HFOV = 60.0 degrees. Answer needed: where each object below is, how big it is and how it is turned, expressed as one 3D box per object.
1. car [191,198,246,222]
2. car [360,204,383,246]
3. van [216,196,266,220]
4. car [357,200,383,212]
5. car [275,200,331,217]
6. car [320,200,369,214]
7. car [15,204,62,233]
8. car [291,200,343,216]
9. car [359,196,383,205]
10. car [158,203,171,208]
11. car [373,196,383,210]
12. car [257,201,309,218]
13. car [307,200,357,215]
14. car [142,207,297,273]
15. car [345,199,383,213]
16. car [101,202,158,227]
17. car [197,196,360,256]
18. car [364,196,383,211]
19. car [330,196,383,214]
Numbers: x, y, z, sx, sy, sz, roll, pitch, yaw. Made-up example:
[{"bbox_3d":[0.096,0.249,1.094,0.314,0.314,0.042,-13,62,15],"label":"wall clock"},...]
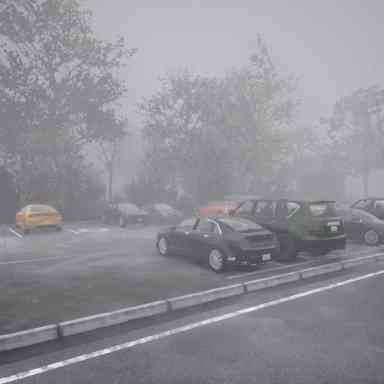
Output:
[{"bbox_3d":[2.110,1.409,27.953,2.185,1.767,4.553,1,0,-35],"label":"car"},{"bbox_3d":[7.426,1.514,15.726,2.231,1.521,4.892,1,0,-35],"label":"car"},{"bbox_3d":[4.289,1.331,29.687,1.878,1.987,4.442,1,0,-35],"label":"van"},{"bbox_3d":[24.656,1.833,44.084,2.002,1.452,4.674,1,0,-36],"label":"car"},{"bbox_3d":[11.266,1.629,34.294,1.946,1.575,5.366,1,0,-36],"label":"car"},{"bbox_3d":[17.941,1.738,39.325,2.163,1.488,4.792,1,0,-36],"label":"car"},{"bbox_3d":[-9.249,1.465,19.899,2.097,1.535,5.008,0,0,-35],"label":"car"},{"bbox_3d":[13.429,1.658,36.060,2.097,1.535,5.008,1,0,-36],"label":"car"},{"bbox_3d":[9.699,1.283,17.373,2.435,2.045,5.566,1,0,-35],"label":"car"},{"bbox_3d":[-2.446,1.537,24.749,2.002,1.452,4.674,0,0,-35],"label":"car"},{"bbox_3d":[29.205,1.609,47.302,2.435,2.045,5.566,1,-1,-36],"label":"car"},{"bbox_3d":[8.892,1.647,32.825,2.002,1.452,4.674,1,0,-36],"label":"car"},{"bbox_3d":[15.708,1.713,37.659,2.163,1.488,4.792,1,0,-36],"label":"car"},{"bbox_3d":[0.585,1.474,10.843,2.231,1.521,4.892,0,0,-35],"label":"car"},{"bbox_3d":[22.493,1.765,42.535,2.097,1.535,5.008,1,0,-36],"label":"car"},{"bbox_3d":[-4.718,1.482,23.136,2.097,1.535,5.008,0,0,-35],"label":"car"},{"bbox_3d":[2.848,1.232,12.495,2.435,2.045,5.566,0,0,-35],"label":"car"},{"bbox_3d":[27.039,1.576,45.754,2.435,2.045,5.566,1,-1,-36],"label":"car"},{"bbox_3d":[20.240,1.484,40.898,2.435,2.045,5.566,1,0,-36],"label":"car"}]
